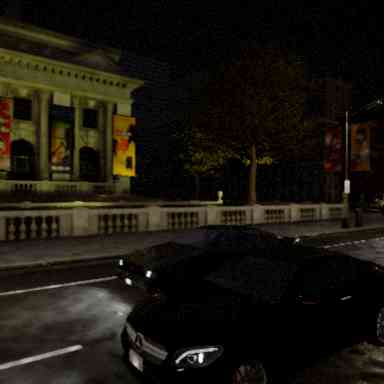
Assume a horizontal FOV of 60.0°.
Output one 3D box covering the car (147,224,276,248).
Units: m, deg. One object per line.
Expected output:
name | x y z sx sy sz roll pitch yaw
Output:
car | 0.782 1.602 8.840 5.357 1.411 2.033 1 0 -35

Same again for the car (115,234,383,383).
car | 1.300 1.563 4.914 4.674 1.442 1.812 1 0 -35
